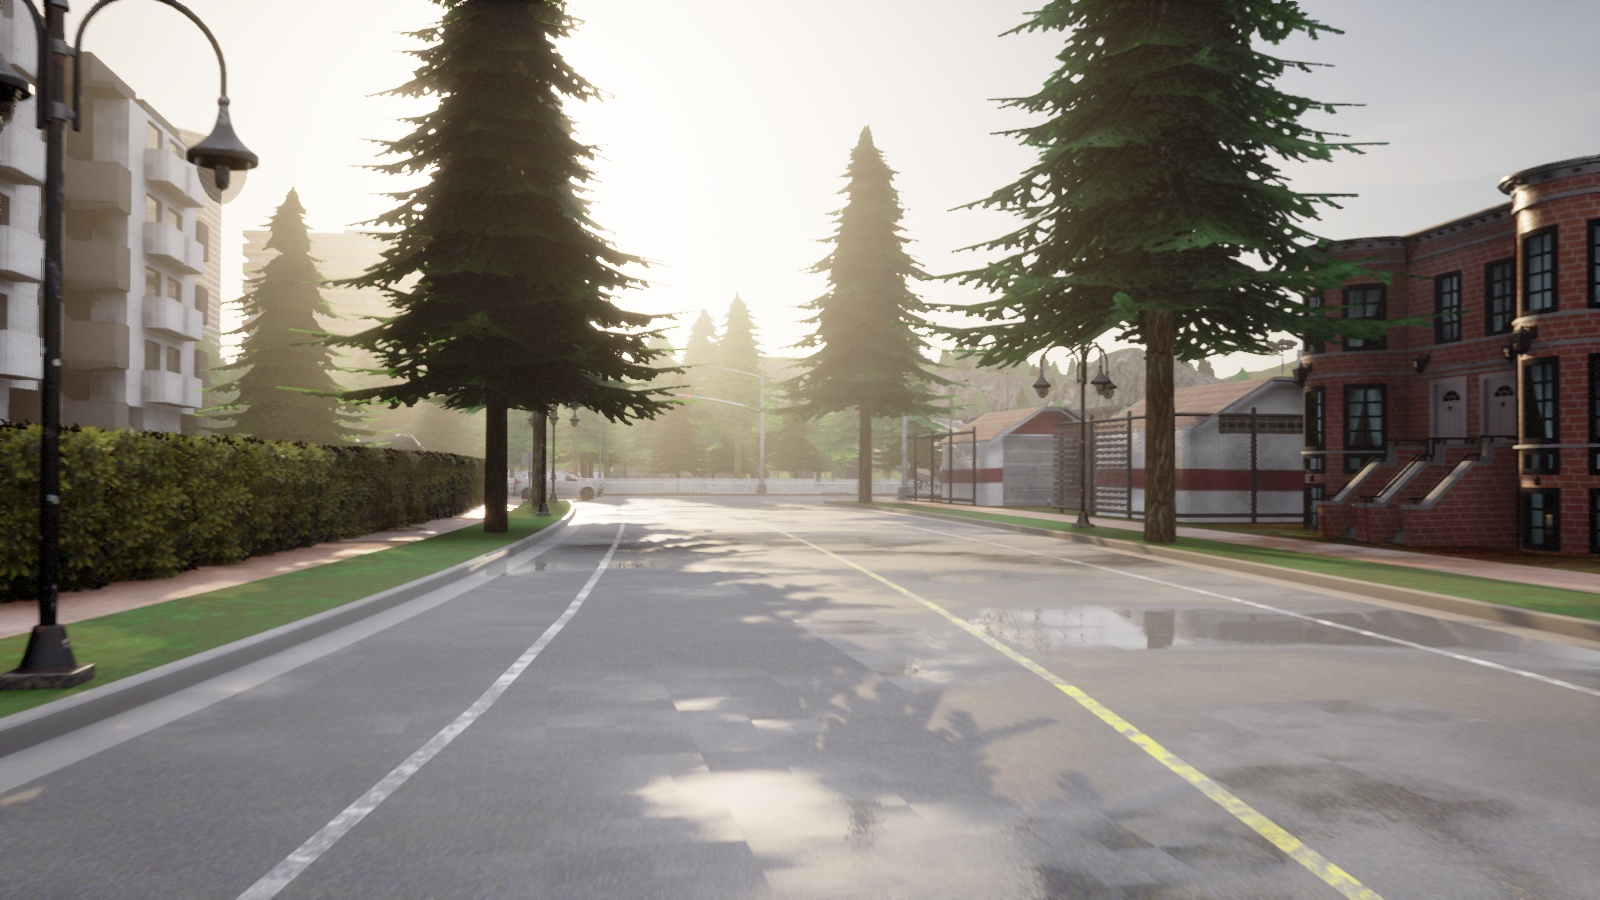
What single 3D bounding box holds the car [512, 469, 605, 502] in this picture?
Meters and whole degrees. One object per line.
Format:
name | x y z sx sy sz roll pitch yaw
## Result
car | -12.475 1.839 65.062 4.611 1.667 2.242 0 -1 -10
